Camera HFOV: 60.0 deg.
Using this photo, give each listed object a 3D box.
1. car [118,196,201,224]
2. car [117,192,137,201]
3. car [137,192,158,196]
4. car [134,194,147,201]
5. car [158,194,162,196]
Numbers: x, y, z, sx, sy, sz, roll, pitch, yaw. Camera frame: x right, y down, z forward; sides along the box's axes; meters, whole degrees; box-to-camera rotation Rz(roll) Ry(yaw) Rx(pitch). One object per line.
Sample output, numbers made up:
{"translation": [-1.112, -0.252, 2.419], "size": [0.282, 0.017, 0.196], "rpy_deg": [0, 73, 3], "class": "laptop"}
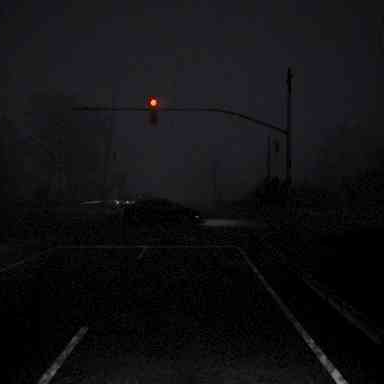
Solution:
{"translation": [-1.855, 1.176, 21.091], "size": [4.892, 1.490, 1.837], "rpy_deg": [0, 1, 5], "class": "car"}
{"translation": [-10.520, 0.715, 52.618], "size": [1.882, 1.535, 5.008], "rpy_deg": [0, -1, 0], "class": "car"}
{"translation": [-7.022, 0.737, 52.355], "size": [1.837, 1.490, 4.892], "rpy_deg": [0, -1, 0], "class": "car"}
{"translation": [-10.416, 1.157, 67.780], "size": [1.994, 1.385, 4.181], "rpy_deg": [0, -1, 0], "class": "car"}
{"translation": [-6.913, 1.149, 67.986], "size": [2.033, 1.411, 5.357], "rpy_deg": [0, -1, 0], "class": "car"}
